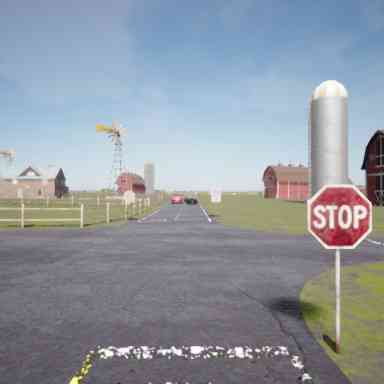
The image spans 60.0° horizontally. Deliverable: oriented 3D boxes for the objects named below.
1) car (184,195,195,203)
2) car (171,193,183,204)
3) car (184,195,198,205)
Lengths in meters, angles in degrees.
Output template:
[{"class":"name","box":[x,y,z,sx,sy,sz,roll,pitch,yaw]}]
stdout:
[{"class":"car","box":[-0.631,1.458,71.325,1.882,1.535,5.008,0,0,-6]},{"class":"car","box":[-2.911,1.226,65.286,2.150,2.045,5.566,0,0,-2]},{"class":"car","box":[0.020,1.488,61.215,1.882,1.535,5.008,0,0,-2]}]
